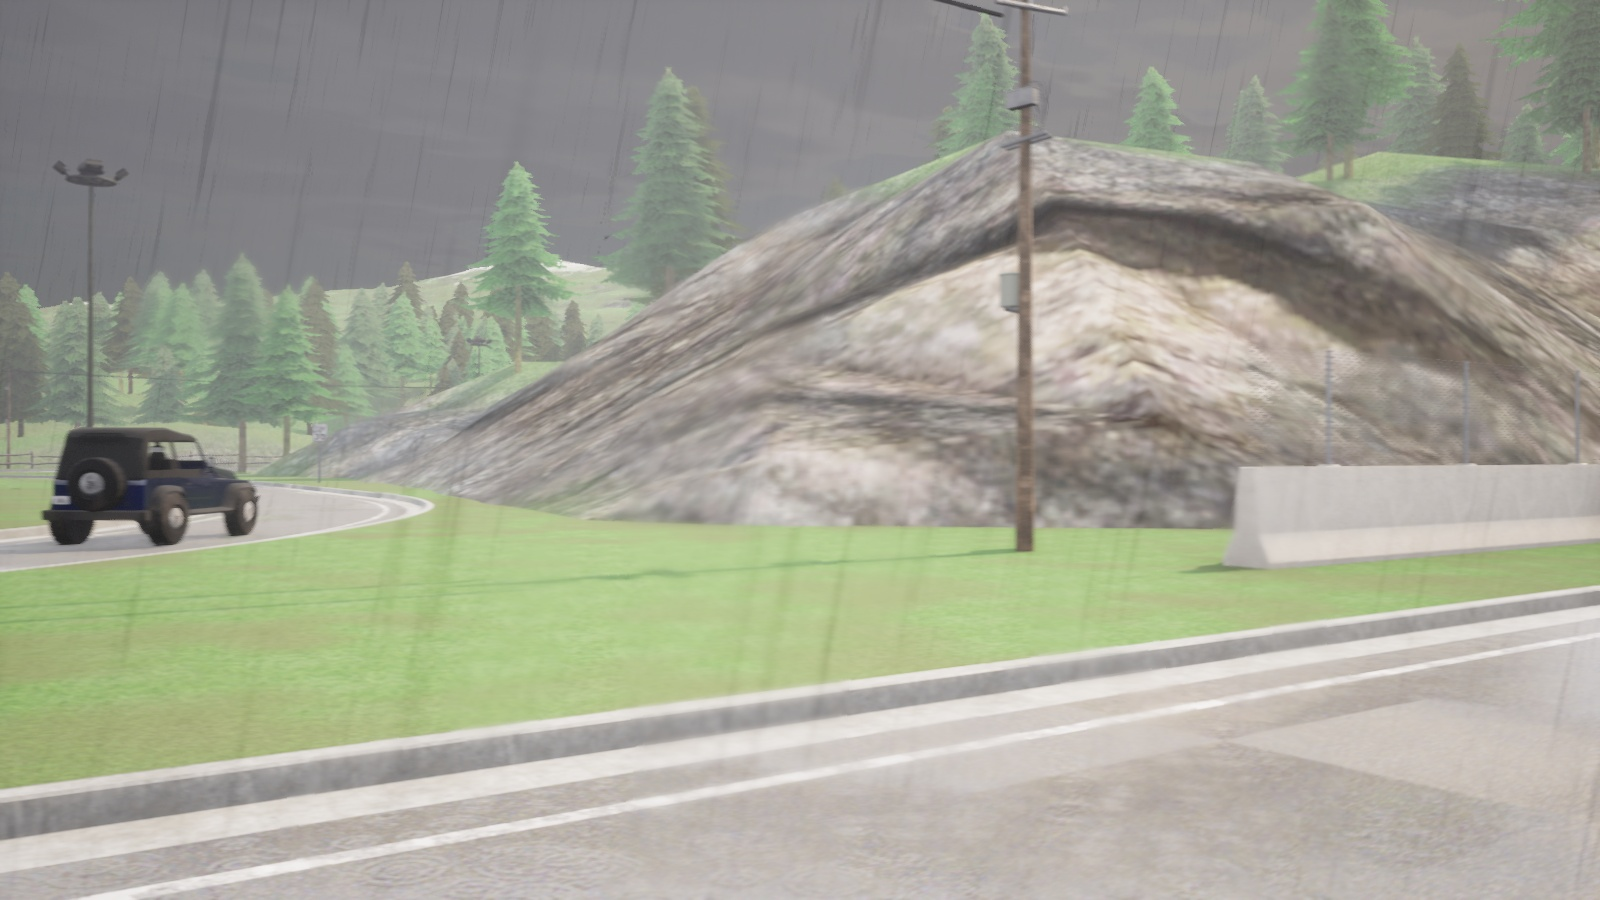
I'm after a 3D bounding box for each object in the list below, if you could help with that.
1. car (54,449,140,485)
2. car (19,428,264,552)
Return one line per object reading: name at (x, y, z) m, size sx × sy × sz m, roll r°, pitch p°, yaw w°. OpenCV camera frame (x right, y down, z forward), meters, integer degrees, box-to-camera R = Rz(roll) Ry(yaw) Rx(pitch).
car at (-35.799, 0.836, 63.919) m, size 4.553 × 1.767 × 2.097 m, roll 0°, pitch 0°, yaw 36°
car at (-10.815, 0.615, 20.975) m, size 1.905 × 1.878 × 3.866 m, roll 0°, pitch 0°, yaw 3°
